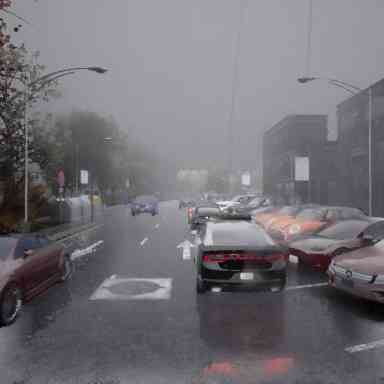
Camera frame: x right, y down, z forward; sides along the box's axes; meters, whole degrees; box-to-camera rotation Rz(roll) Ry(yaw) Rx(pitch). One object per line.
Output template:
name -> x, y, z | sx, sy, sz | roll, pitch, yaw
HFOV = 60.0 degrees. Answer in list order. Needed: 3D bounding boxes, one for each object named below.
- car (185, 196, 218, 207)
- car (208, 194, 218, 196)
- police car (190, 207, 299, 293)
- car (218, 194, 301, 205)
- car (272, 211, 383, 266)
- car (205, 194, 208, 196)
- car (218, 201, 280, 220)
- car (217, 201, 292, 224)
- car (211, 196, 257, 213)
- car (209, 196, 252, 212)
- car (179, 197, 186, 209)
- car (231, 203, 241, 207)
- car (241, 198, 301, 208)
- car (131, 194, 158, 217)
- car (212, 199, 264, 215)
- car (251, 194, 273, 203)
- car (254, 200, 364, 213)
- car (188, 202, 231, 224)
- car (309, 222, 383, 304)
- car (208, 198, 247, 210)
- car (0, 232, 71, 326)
car -> 0.760, 1.373, 24.885 | 2.097, 1.767, 4.553 | 0, 0, -1
car -> 4.799, 1.270, 31.273 | 5.566, 2.045, 2.435 | 1, 0, -21
police car -> 1.015, 1.427, 9.026 | 1.930, 1.638, 5.238 | 0, 0, -1
car -> 4.945, 1.251, 22.257 | 5.566, 2.045, 2.435 | 1, 0, -21
car -> 5.113, 1.518, 10.262 | 4.792, 1.488, 2.163 | 1, 0, -21
car -> 4.626, 1.446, 46.304 | 4.553, 1.767, 2.185 | 1, 0, -21
car -> 4.837, 1.544, 28.271 | 4.792, 1.488, 2.163 | 1, 0, -21
car -> 4.737, 1.503, 25.211 | 5.366, 1.575, 1.946 | 1, 0, -21
car -> 4.701, 1.414, 37.286 | 4.553, 1.767, 2.185 | 1, 0, -21
car -> 4.655, 1.424, 40.286 | 4.553, 1.767, 2.185 | 1, 0, -21
car -> -0.766, 1.441, 46.848 | 2.097, 1.767, 4.553 | 0, 0, 0
car -> 4.996, 1.538, 19.279 | 4.674, 1.452, 2.002 | 1, 0, -21
car -> 5.078, 1.369, 16.284 | 4.553, 1.767, 2.185 | 1, 0, -21
car -> -4.523, 1.261, 32.596 | 2.150, 2.045, 5.566 | 0, 0, -1
car -> 4.752, 1.560, 34.271 | 4.792, 1.488, 2.163 | 1, 0, -21
car -> 16.971, 1.463, 80.560 | 2.435, 2.045, 5.566 | 0, 0, -22
car -> 5.125, 1.366, 13.283 | 4.553, 1.767, 2.185 | 1, 0, -21
car -> 0.854, 1.518, 18.915 | 1.837, 1.490, 4.892 | 0, 0, -1
car -> 5.193, 1.527, 7.271 | 4.674, 1.452, 2.002 | 1, 0, -21
car -> 4.640, 1.600, 43.295 | 4.674, 1.452, 2.002 | 1, 0, -21
car -> -4.064, 1.565, 6.876 | 1.994, 1.385, 4.181 | 0, 0, -1
